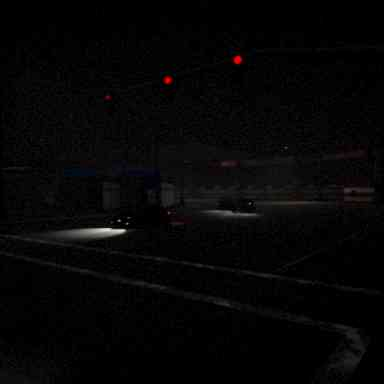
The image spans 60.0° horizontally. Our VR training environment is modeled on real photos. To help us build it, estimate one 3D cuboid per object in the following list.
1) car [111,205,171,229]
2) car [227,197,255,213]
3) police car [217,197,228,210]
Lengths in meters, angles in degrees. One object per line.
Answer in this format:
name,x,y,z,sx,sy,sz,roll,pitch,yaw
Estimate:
car,-3.336,1.600,22.272,1.994,1.385,4.181,0,0,37
car,5.659,1.472,36.349,1.837,1.490,4.892,0,0,22
police car,4.487,1.407,42.919,1.930,1.638,5.238,0,0,15
